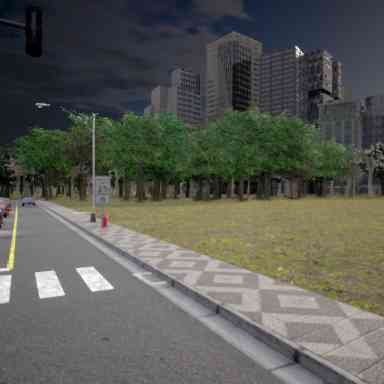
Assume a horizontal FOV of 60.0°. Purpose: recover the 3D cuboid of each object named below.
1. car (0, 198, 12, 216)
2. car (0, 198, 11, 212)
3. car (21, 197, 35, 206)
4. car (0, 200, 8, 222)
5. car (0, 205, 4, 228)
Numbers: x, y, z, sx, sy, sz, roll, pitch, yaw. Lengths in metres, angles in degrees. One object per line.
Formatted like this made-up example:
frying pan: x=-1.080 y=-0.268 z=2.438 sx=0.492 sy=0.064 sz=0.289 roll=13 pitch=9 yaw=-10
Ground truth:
car: x=-17.353 y=1.439 z=29.542 sx=1.882 sy=1.535 sz=5.008 roll=0 pitch=0 yaw=-27
car: x=-22.088 y=1.451 z=38.687 sx=1.837 sy=1.490 sz=4.892 roll=0 pitch=0 yaw=-28
car: x=-26.232 y=1.470 z=53.301 sx=2.033 sy=1.411 sz=5.357 roll=0 pitch=0 yaw=-29
car: x=-13.026 y=1.478 z=21.140 sx=1.837 sy=1.490 sz=4.892 roll=0 pitch=0 yaw=-27
car: x=-8.784 y=1.474 z=12.959 sx=2.128 sy=1.511 sz=4.902 roll=0 pitch=0 yaw=-27
